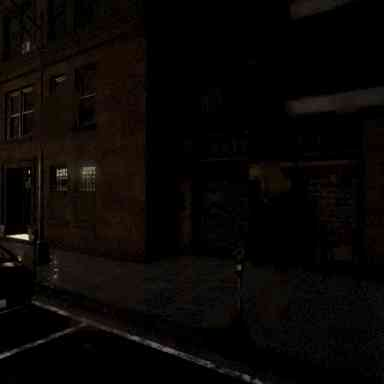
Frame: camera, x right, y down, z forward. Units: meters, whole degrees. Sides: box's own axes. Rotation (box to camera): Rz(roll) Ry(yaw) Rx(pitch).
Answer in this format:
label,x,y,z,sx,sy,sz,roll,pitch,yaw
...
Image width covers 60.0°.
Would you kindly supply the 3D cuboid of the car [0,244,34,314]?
label,x,y,z,sx,sy,sz,roll,pitch,yaw
car,-4.837,1.551,6.518,4.403,1.369,2.008,0,0,35
